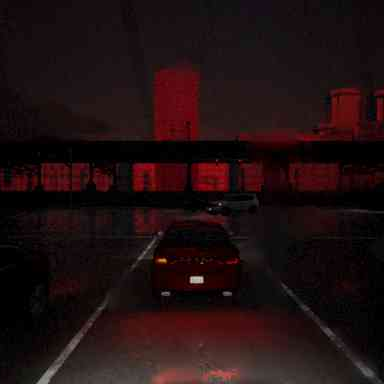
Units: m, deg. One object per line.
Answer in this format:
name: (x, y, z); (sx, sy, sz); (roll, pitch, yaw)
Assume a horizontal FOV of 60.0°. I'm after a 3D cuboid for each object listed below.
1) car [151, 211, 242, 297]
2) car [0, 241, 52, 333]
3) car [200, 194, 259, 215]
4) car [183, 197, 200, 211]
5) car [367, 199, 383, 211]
car: (0.095, 1.478, 8.637); (1.882, 1.535, 5.008); (0, 0, 0)
car: (-3.597, 1.491, 4.441); (2.128, 1.511, 4.902); (0, 0, 0)
car: (3.886, 1.202, 31.485); (5.566, 2.045, 2.150); (0, -1, -34)
car: (1.269, 1.344, 39.005); (4.553, 1.767, 2.097); (0, 0, 2)
car: (22.727, 1.403, 38.427); (4.674, 1.442, 1.812); (-1, 0, 1)
